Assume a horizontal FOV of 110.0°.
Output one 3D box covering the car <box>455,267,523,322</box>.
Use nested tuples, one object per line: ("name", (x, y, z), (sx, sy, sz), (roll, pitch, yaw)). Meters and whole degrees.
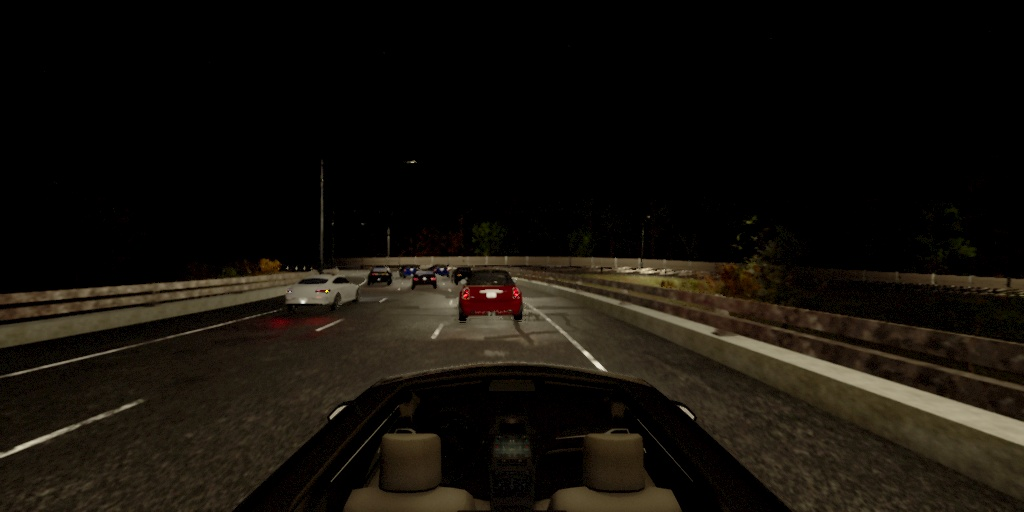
("car", (-0.854, 1.286, 13.402), (2.097, 1.767, 4.553), (0, -1, -5))

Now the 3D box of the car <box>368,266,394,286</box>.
("car", (-11.518, 1.747, 31.526), (2.128, 1.511, 4.902), (0, -1, -16))

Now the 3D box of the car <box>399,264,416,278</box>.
("car", (-13.208, 1.839, 46.054), (2.097, 1.767, 4.553), (0, -1, -25))

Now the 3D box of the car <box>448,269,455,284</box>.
("car", (-4.313, 1.758, 31.812), (1.812, 1.442, 4.674), (0, -2, -15))

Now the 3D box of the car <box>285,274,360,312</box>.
("car", (-8.172, 1.526, 15.782), (1.812, 1.442, 4.674), (0, -1, -8))

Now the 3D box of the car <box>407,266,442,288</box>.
("car", (-6.890, 1.732, 28.144), (2.033, 1.411, 5.357), (0, -1, -14))

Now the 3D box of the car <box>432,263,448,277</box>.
("car", (-9.601, 1.831, 46.522), (2.097, 1.767, 4.553), (0, -1, -24))
